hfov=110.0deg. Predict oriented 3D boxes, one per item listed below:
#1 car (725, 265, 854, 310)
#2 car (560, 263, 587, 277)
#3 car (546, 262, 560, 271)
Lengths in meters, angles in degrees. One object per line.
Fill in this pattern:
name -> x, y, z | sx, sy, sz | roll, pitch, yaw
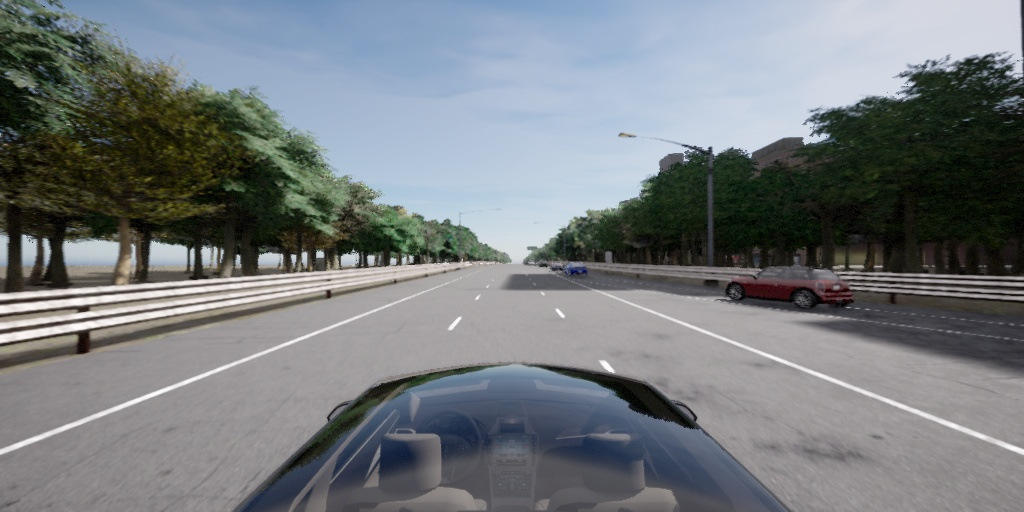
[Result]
car -> 11.918, 1.239, 15.883 | 2.097, 1.767, 4.553 | 0, 0, -17
car -> 7.256, 1.528, 41.302 | 1.882, 1.535, 5.008 | 0, 0, -3
car -> 6.996, 1.757, 56.542 | 1.895, 1.301, 4.718 | 0, 0, 1
